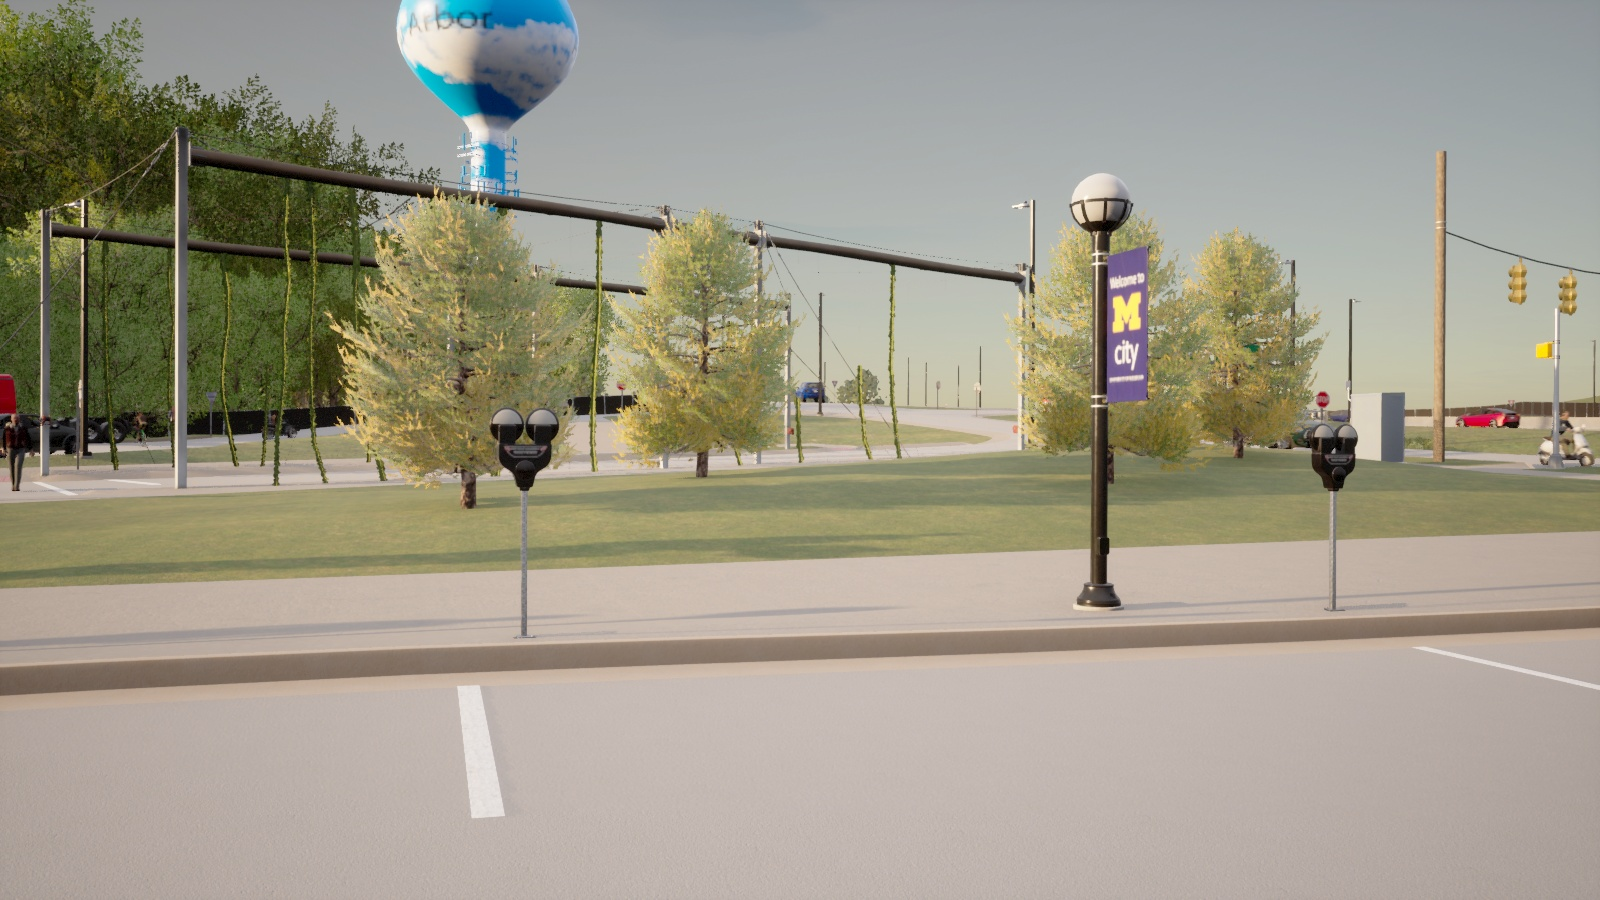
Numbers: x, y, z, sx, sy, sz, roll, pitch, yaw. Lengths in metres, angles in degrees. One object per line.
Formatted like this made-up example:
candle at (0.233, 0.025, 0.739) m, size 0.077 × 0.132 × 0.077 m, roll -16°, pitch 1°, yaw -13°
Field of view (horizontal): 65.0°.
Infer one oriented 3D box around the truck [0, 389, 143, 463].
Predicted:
truck at (-37.179, -1.218, 61.877) m, size 2.891 × 3.462 × 7.936 m, roll 0°, pitch 2°, yaw 40°

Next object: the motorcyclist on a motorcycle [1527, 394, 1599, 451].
motorcyclist on a motorcycle at (21.884, -0.790, 35.872) m, size 0.866 × 1.590 × 1.817 m, roll -1°, pitch 2°, yaw -18°

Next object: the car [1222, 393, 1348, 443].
car at (18.257, -1.241, 47.490) m, size 2.097 × 1.767 × 4.553 m, roll -1°, pitch 2°, yaw -16°

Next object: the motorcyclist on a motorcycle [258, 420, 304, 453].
motorcyclist on a motorcycle at (-28.583, -0.767, 69.198) m, size 0.766 × 1.649 × 2.350 m, roll -1°, pitch 4°, yaw 24°

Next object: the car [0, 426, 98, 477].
car at (-27.782, 0.034, 45.182) m, size 1.851 × 1.617 × 3.988 m, roll 0°, pitch 3°, yaw 24°

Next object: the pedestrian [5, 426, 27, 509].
pedestrian at (-17.671, 0.392, 28.305) m, size 0.376 × 1.854 × 0.720 m, roll -1°, pitch 0°, yaw -31°
